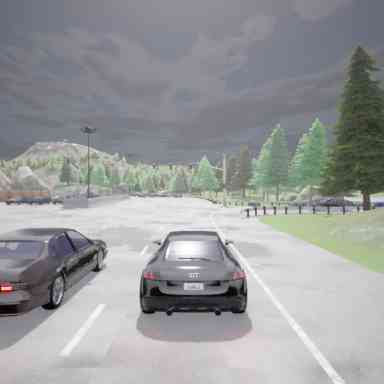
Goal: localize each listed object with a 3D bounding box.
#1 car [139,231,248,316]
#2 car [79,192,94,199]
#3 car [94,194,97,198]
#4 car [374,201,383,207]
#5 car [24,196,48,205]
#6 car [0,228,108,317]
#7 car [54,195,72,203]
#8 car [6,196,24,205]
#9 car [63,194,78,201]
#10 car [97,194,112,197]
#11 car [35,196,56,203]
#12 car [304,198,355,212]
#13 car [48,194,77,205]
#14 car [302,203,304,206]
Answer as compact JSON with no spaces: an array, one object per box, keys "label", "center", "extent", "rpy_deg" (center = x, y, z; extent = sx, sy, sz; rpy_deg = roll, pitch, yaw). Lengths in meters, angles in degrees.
[{"label":"car","center":[0.026,1.563,7.606],"extent":[1.994,1.385,4.181],"rpy_deg":[0,0,0]},{"label":"car","center":[-21.673,1.130,66.074],"extent":[2.097,1.767,4.553],"rpy_deg":[0,0,-1]},{"label":"car","center":[-25.348,0.940,80.386],"extent":[2.150,2.045,5.566],"rpy_deg":[0,0,-1]},{"label":"car","center":[24.454,1.374,39.608],"extent":[5.008,1.535,1.882],"rpy_deg":[0,0,12]},{"label":"car","center":[-25.132,1.374,55.231],"extent":[2.033,1.411,5.357],"rpy_deg":[0,0,-1]},{"label":"car","center":[-3.474,1.547,7.754],"extent":[2.033,1.411,5.357],"rpy_deg":[0,0,0]},{"label":"car","center":[-25.163,1.306,65.213],"extent":[1.812,1.442,4.674],"rpy_deg":[0,0,-1]},{"label":"car","center":[-28.616,1.374,55.205],"extent":[2.033,1.411,5.357],"rpy_deg":[0,0,0]},{"label":"car","center":[-28.822,1.220,79.299],"extent":[1.837,1.490,4.892],"rpy_deg":[0,0,-1]},{"label":"car","center":[-21.888,1.261,81.751],"extent":[1.994,1.385,4.181],"rpy_deg":[0,0,-1]},{"label":"car","center":[-28.664,1.377,65.236],"extent":[1.895,1.301,4.718],"rpy_deg":[0,0,-1]},{"label":"car","center":[15.635,1.398,37.498],"extent":[4.902,1.511,2.128],"rpy_deg":[0,0,7]},{"label":"car","center":[-21.640,1.371,55.939],"extent":[2.033,1.411,5.357],"rpy_deg":[0,0,0]},{"label":"car","center":[15.707,1.454,41.018],"extent":[4.181,1.385,1.994],"rpy_deg":[0,0,7]}]
